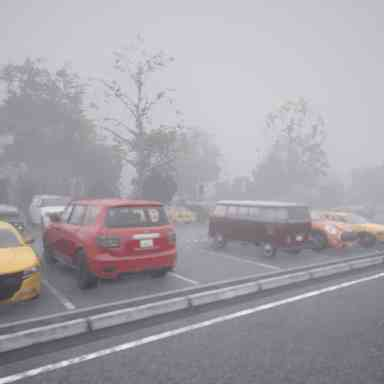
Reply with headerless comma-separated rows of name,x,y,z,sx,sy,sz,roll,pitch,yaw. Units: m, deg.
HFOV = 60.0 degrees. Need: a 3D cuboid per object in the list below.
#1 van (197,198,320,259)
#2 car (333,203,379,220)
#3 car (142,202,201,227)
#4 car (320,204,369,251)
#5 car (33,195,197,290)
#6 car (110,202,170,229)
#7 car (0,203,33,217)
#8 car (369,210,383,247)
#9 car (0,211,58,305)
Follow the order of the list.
van,2.411,1.327,13.132,1.878,1.987,4.442,1,-1,-36
car,20.101,2.331,40.857,2.185,1.767,4.553,3,-2,-35
car,-1.709,1.618,25.367,1.946,1.575,5.366,1,-1,-36
car,4.924,1.480,14.836,2.185,1.767,4.553,2,-1,-36
car,-2.558,1.215,9.438,2.435,2.045,5.566,1,-1,-36
car,-3.869,1.568,23.813,1.946,1.575,5.366,1,-1,-36
car,-10.655,1.458,18.676,2.231,1.521,4.892,1,0,-36
car,7.416,1.664,16.364,1.946,1.575,5.366,2,-1,-36
car,-4.906,1.442,7.702,2.097,1.535,5.008,1,0,-36
